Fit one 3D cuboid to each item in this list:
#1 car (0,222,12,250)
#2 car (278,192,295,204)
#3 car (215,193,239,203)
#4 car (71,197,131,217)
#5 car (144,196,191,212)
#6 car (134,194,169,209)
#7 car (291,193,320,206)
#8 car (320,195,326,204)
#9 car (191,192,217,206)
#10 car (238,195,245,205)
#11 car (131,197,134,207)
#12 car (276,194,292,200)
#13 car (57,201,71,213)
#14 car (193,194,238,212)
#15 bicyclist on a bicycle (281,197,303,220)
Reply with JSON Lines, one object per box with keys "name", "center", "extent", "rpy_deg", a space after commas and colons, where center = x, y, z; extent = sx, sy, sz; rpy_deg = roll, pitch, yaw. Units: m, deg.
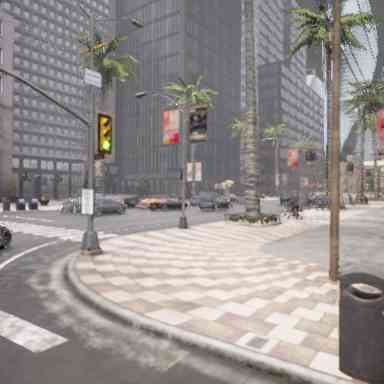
{"name": "car", "center": [-7.232, 1.387, 10.383], "extent": [1.812, 1.442, 4.674], "rpy_deg": [0, 1, -13]}
{"name": "car", "center": [16.709, 1.054, 56.362], "extent": [2.150, 2.045, 5.566], "rpy_deg": [1, 0, 35]}
{"name": "car", "center": [6.287, 1.060, 59.255], "extent": [2.185, 1.767, 4.553], "rpy_deg": [1, 0, 35]}
{"name": "car", "center": [-7.680, 1.311, 28.388], "extent": [1.994, 1.385, 4.181], "rpy_deg": [1, 0, 35]}
{"name": "car", "center": [-2.566, 1.358, 35.576], "extent": [1.895, 1.301, 4.718], "rpy_deg": [1, 0, 35]}
{"name": "car", "center": [-4.203, 1.069, 39.299], "extent": [2.097, 1.767, 4.553], "rpy_deg": [1, 0, 35]}
{"name": "car", "center": [17.711, 1.364, 51.714], "extent": [2.128, 1.511, 4.902], "rpy_deg": [1, 0, 35]}
{"name": "car", "center": [23.653, 1.360, 60.248], "extent": [1.882, 1.535, 5.008], "rpy_deg": [1, 0, 35]}
{"name": "car", "center": [1.845, 0.951, 47.770], "extent": [2.150, 2.045, 5.566], "rpy_deg": [1, 0, 35]}
{"name": "car", "center": [8.743, 1.132, 51.388], "extent": [2.097, 1.767, 4.553], "rpy_deg": [1, 0, 36]}
{"name": "car", "center": [-6.488, 1.193, 41.428], "extent": [2.161, 1.482, 4.786], "rpy_deg": [1, 0, 35]}
{"name": "car", "center": [23.066, 1.216, 83.366], "extent": [2.231, 1.521, 4.892], "rpy_deg": [1, 0, 35]}
{"name": "car", "center": [-10.116, 1.197, 31.000], "extent": [2.128, 1.511, 4.902], "rpy_deg": [1, 0, 35]}
{"name": "car", "center": [2.654, 1.298, 36.527], "extent": [2.128, 1.511, 4.902], "rpy_deg": [1, 0, 35]}
{"name": "bicyclist on a bicycle", "center": [7.380, 1.230, 24.568], "extent": [1.656, 1.620, 0.582], "rpy_deg": [0, 0, 35]}
